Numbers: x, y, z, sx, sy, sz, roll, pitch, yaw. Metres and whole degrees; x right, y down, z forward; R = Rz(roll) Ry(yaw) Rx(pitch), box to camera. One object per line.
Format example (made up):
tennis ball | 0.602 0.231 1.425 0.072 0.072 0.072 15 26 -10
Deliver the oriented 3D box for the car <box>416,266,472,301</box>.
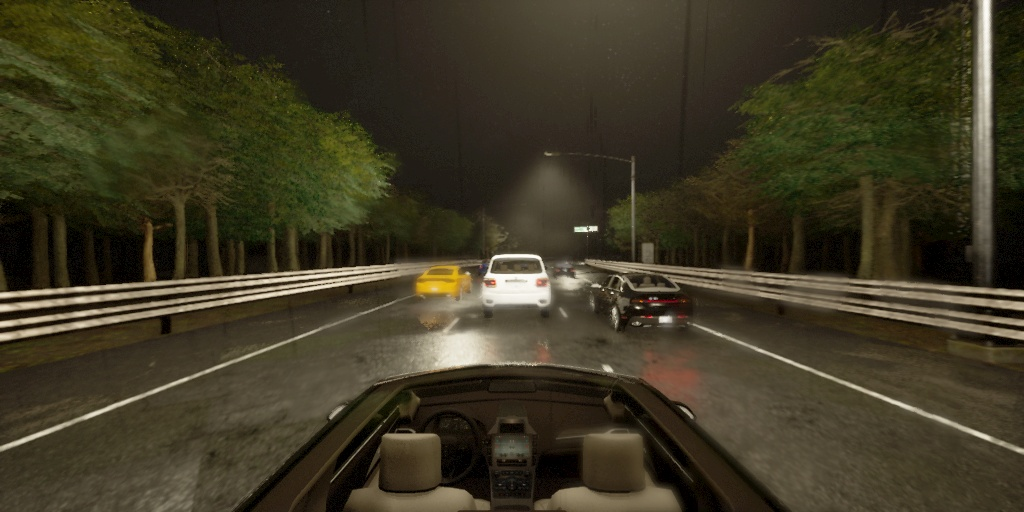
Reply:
car | -3.161 1.233 17.510 1.882 1.535 5.008 0 0 2

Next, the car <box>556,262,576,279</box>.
car | 4.650 1.272 32.300 2.033 1.411 5.357 0 0 4

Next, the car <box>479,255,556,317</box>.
car | 0.196 0.970 13.266 2.150 2.045 5.566 0 0 1

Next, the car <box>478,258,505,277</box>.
car | -2.021 1.092 36.477 2.097 1.767 4.553 0 0 5

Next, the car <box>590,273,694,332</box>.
car | 3.650 1.245 10.837 1.837 1.490 4.892 0 0 1
